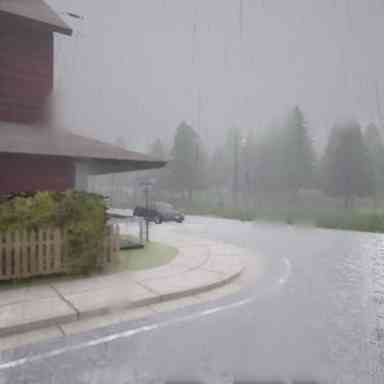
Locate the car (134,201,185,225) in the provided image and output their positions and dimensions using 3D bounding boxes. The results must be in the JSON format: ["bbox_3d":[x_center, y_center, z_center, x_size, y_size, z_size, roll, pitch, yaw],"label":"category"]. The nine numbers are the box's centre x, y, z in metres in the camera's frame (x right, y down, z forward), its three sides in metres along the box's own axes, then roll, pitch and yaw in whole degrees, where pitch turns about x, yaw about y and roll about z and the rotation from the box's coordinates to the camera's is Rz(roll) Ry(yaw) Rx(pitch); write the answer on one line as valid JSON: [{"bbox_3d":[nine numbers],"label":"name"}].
[{"bbox_3d":[-2.348,1.382,23.014,1.837,1.490,4.892,0,0,-35],"label":"car"}]
